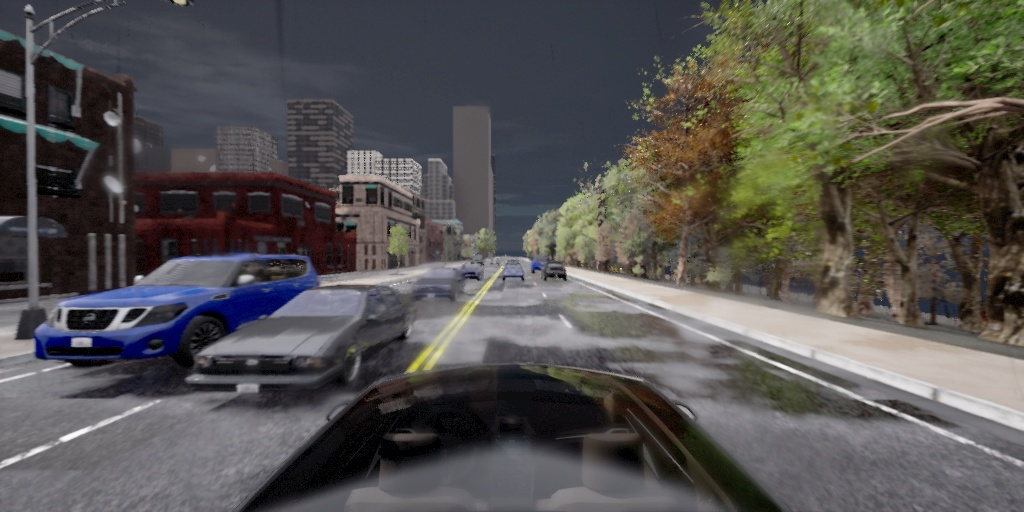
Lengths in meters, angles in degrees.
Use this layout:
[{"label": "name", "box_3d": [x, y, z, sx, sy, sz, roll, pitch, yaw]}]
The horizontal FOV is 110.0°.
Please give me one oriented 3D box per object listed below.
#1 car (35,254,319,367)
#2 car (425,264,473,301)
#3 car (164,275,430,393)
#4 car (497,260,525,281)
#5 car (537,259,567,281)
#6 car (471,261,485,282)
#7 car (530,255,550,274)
[{"label": "car", "box_3d": [-6.602, 0.963, 8.242, 2.150, 2.045, 5.566, 0, 0, -1]}, {"label": "car", "box_3d": [-3.340, 1.277, 17.495, 2.033, 1.411, 5.357, 0, 0, 0]}, {"label": "car", "box_3d": [-3.349, 1.291, 7.213, 2.033, 1.411, 5.357, 0, 0, 0]}, {"label": "car", "box_3d": [0.108, 1.261, 29.772, 2.033, 1.411, 5.357, 0, 0, 0]}, {"label": "car", "box_3d": [3.357, 1.219, 29.606, 1.837, 1.490, 4.892, 0, 0, 0]}, {"label": "car", "box_3d": [-3.286, 1.316, 28.447, 1.895, 1.301, 4.718, 0, 0, 1]}, {"label": "car", "box_3d": [3.285, 0.921, 41.333, 2.150, 2.045, 5.566, 0, 1, 0]}]
